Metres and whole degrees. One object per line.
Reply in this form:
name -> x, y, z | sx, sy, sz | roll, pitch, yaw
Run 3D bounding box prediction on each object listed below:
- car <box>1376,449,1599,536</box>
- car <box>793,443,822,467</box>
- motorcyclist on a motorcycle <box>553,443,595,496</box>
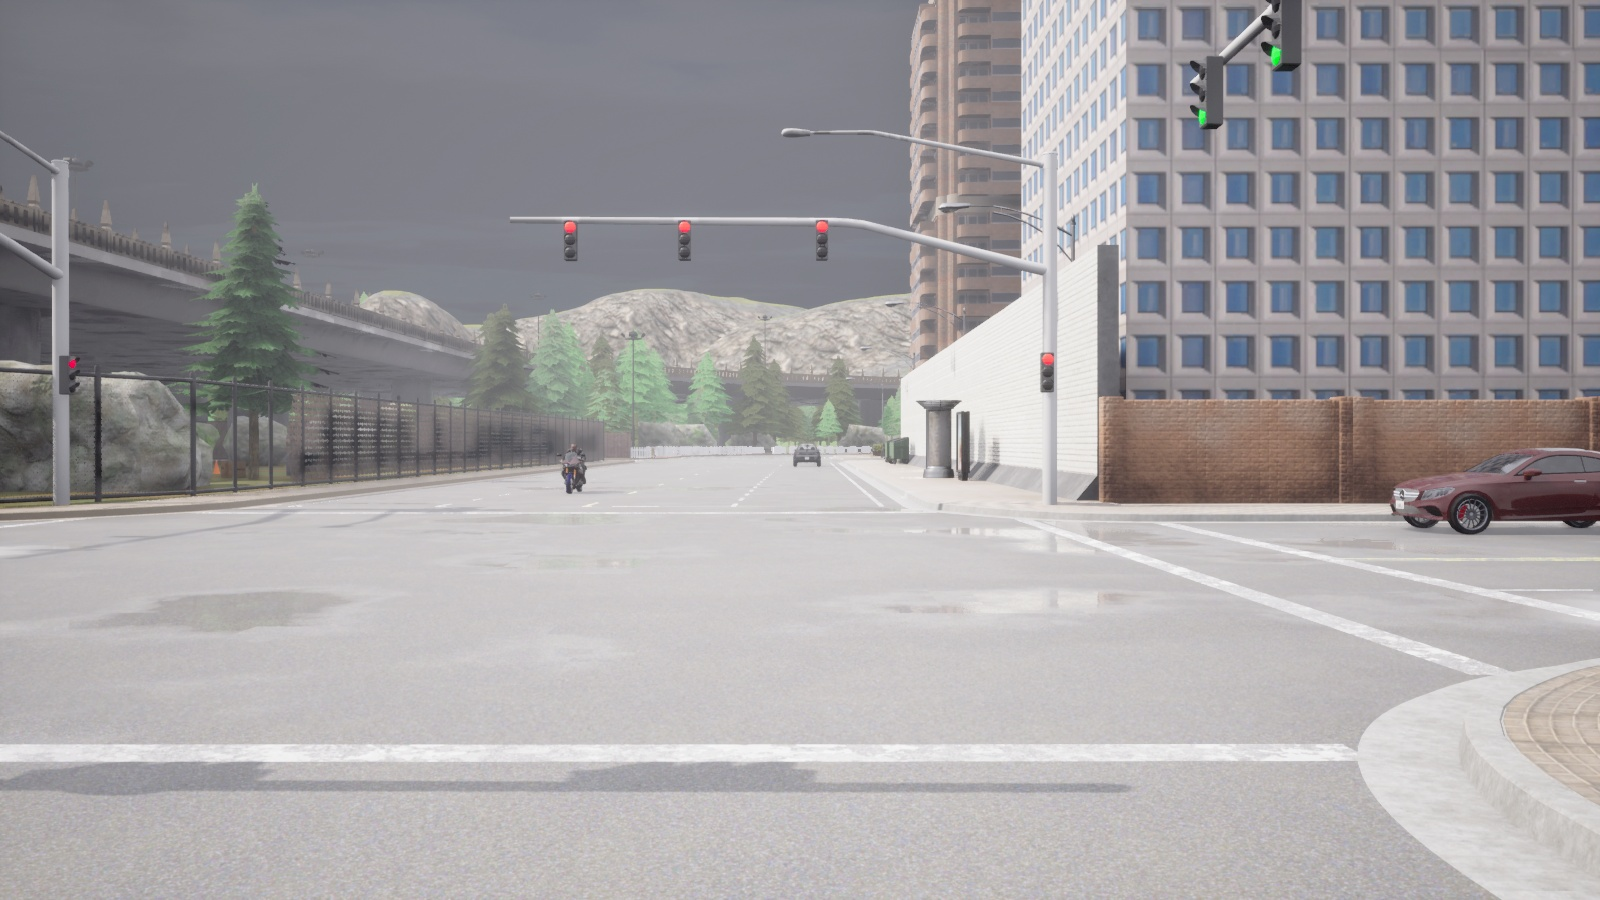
car -> 12.785, 0.714, 21.879 | 4.674, 1.442, 1.812 | 0, 0, 0
car -> 0.455, 0.304, 80.862 | 1.816, 1.474, 4.193 | 0, 0, 0
motorcyclist on a motorcycle -> -6.779, 0.563, 37.779 | 0.866, 1.530, 2.191 | 0, 0, 0
